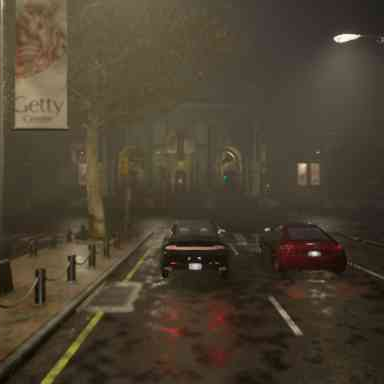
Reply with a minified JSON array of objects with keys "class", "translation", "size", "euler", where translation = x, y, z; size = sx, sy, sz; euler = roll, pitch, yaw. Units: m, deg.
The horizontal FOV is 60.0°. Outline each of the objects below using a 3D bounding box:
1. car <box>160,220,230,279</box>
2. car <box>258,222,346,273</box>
[{"class":"car","translation":[0.078,1.617,10.483],"size":[2.128,1.511,4.902],"euler":[0,-1,0]},{"class":"car","translation":[3.471,1.697,11.159],"size":[1.994,1.385,4.181],"euler":[0,-1,3]}]
